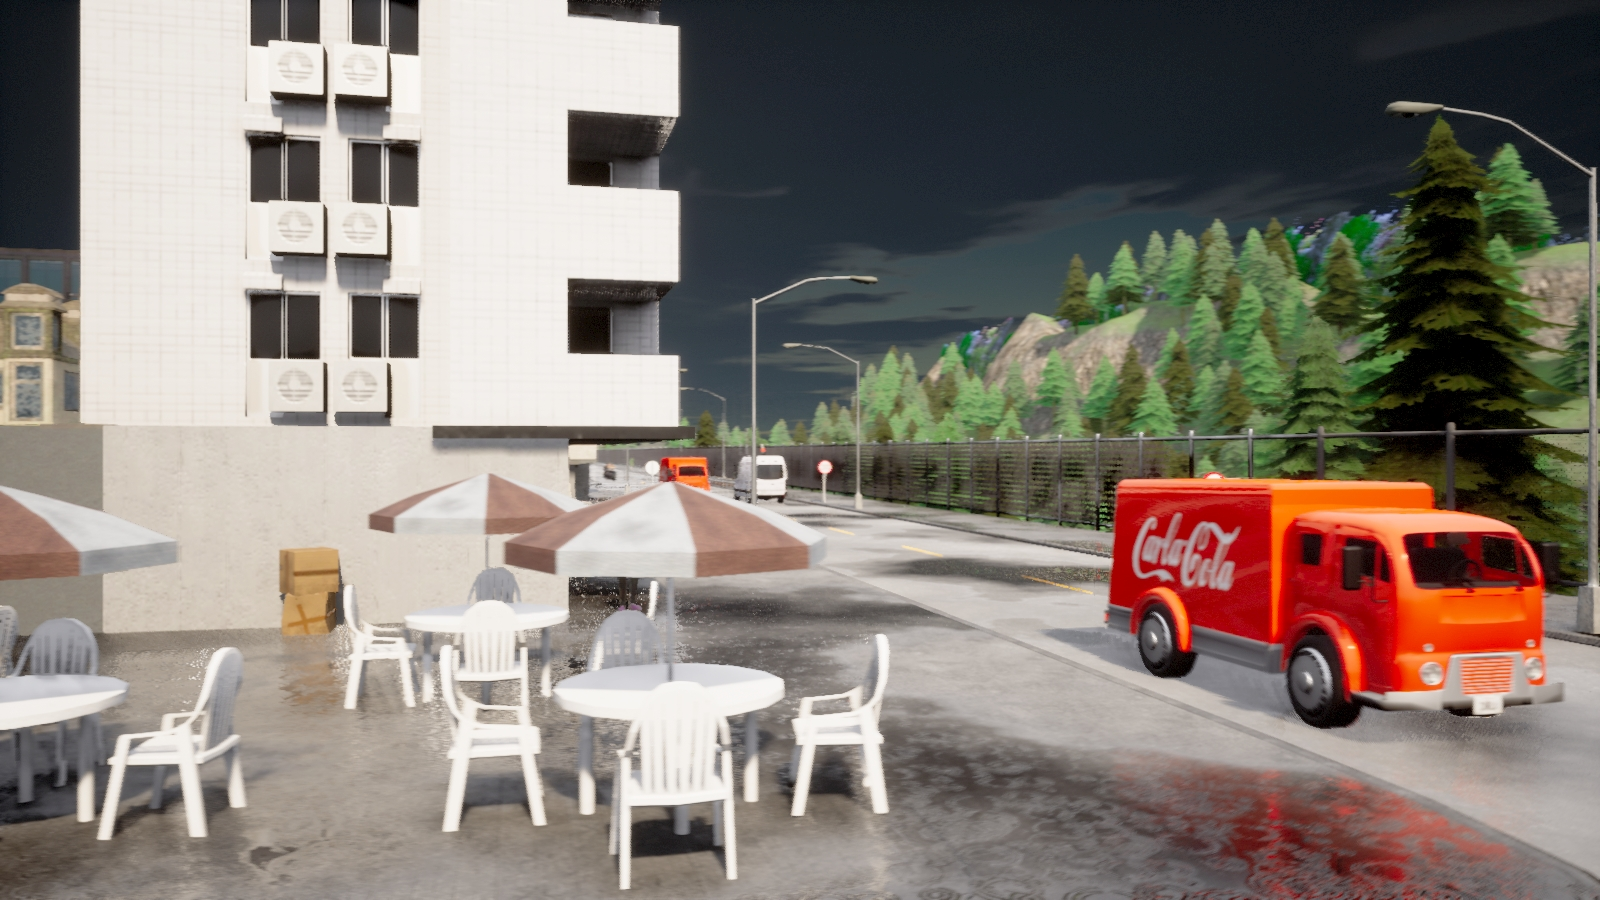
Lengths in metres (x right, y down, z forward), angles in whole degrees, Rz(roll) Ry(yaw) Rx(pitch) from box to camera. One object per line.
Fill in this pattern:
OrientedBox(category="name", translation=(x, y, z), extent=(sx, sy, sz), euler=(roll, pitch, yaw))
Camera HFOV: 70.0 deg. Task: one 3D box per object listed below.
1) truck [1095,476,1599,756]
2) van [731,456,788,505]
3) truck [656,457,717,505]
OrientedBox(category="truck", translation=(5.883, 1.583, 13.296), extent=(2.627, 2.467, 5.204), euler=(0, 0, -13))
OrientedBox(category="van", translation=(-2.291, 1.601, 63.233), extent=(1.988, 2.561, 5.915), euler=(0, 0, -14))
OrientedBox(category="truck", translation=(-6.295, 1.635, 62.663), extent=(2.627, 2.467, 5.204), euler=(0, 0, -14))
